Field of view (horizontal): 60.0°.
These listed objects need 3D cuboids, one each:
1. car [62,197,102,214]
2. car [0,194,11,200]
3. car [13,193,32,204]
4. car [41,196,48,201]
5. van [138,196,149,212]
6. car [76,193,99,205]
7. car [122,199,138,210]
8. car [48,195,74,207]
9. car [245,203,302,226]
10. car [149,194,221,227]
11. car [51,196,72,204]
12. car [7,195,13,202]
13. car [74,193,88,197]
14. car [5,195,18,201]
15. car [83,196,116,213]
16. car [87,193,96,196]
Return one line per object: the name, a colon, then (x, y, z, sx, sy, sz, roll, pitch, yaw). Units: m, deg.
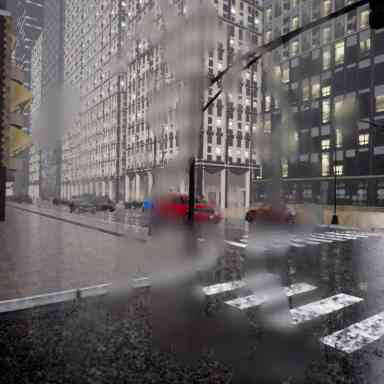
car: (-10.933, 1.427, 32.871, 2.008, 1.369, 4.403, 1, -1, -35)
car: (-46.818, 1.365, 83.390, 1.752, 1.417, 4.829, 1, -1, -35)
car: (-30.556, 1.155, 60.503, 2.192, 1.841, 5.009, 1, -1, -35)
car: (-36.814, 1.570, 83.773, 1.802, 1.307, 4.206, 1, -1, -35)
van: (-4.098, 1.382, 37.725, 1.690, 1.788, 3.998, 1, -1, -35)
car: (-18.575, 1.248, 58.827, 2.150, 2.045, 5.566, 1, -1, -35)
car: (-7.373, 1.584, 42.328, 2.008, 1.369, 4.403, 1, -1, -35)
car: (-19.613, 1.378, 49.737, 1.994, 1.385, 4.181, 1, -1, -35)
car: (5.714, 1.505, 23.909, 1.967, 1.590, 4.097, 1, -1, -35)
car: (-0.401, 1.168, 22.523, 2.150, 2.045, 5.566, 1, -1, -35)
car: (-24.213, 1.504, 61.594, 2.033, 1.411, 5.357, 1, -1, -38)
car: (-37.102, 1.396, 69.711, 1.947, 1.339, 4.313, 1, -1, -35)
car: (-18.762, 1.317, 53.887, 2.097, 1.767, 4.553, 1, -1, -36)
car: (-40.372, 1.377, 74.316, 2.008, 1.369, 4.403, 1, -1, -35)
car: (-10.044, 1.471, 36.098, 2.033, 1.411, 5.357, 1, -1, -35)
car: (-14.484, 1.380, 53.074, 2.097, 1.767, 4.553, 1, -1, -35)
